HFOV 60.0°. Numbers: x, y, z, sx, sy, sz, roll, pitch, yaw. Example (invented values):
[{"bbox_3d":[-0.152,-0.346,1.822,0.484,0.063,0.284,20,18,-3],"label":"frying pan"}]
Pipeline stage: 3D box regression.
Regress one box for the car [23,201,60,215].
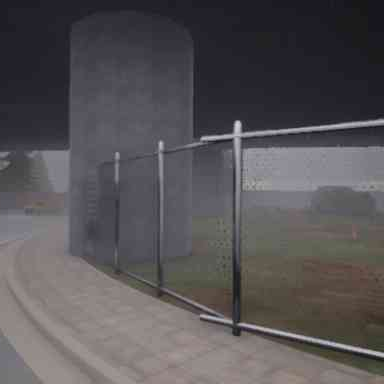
[{"bbox_3d":[-16.889,1.758,37.587,1.882,1.535,5.008,0,-1,8],"label":"car"}]
